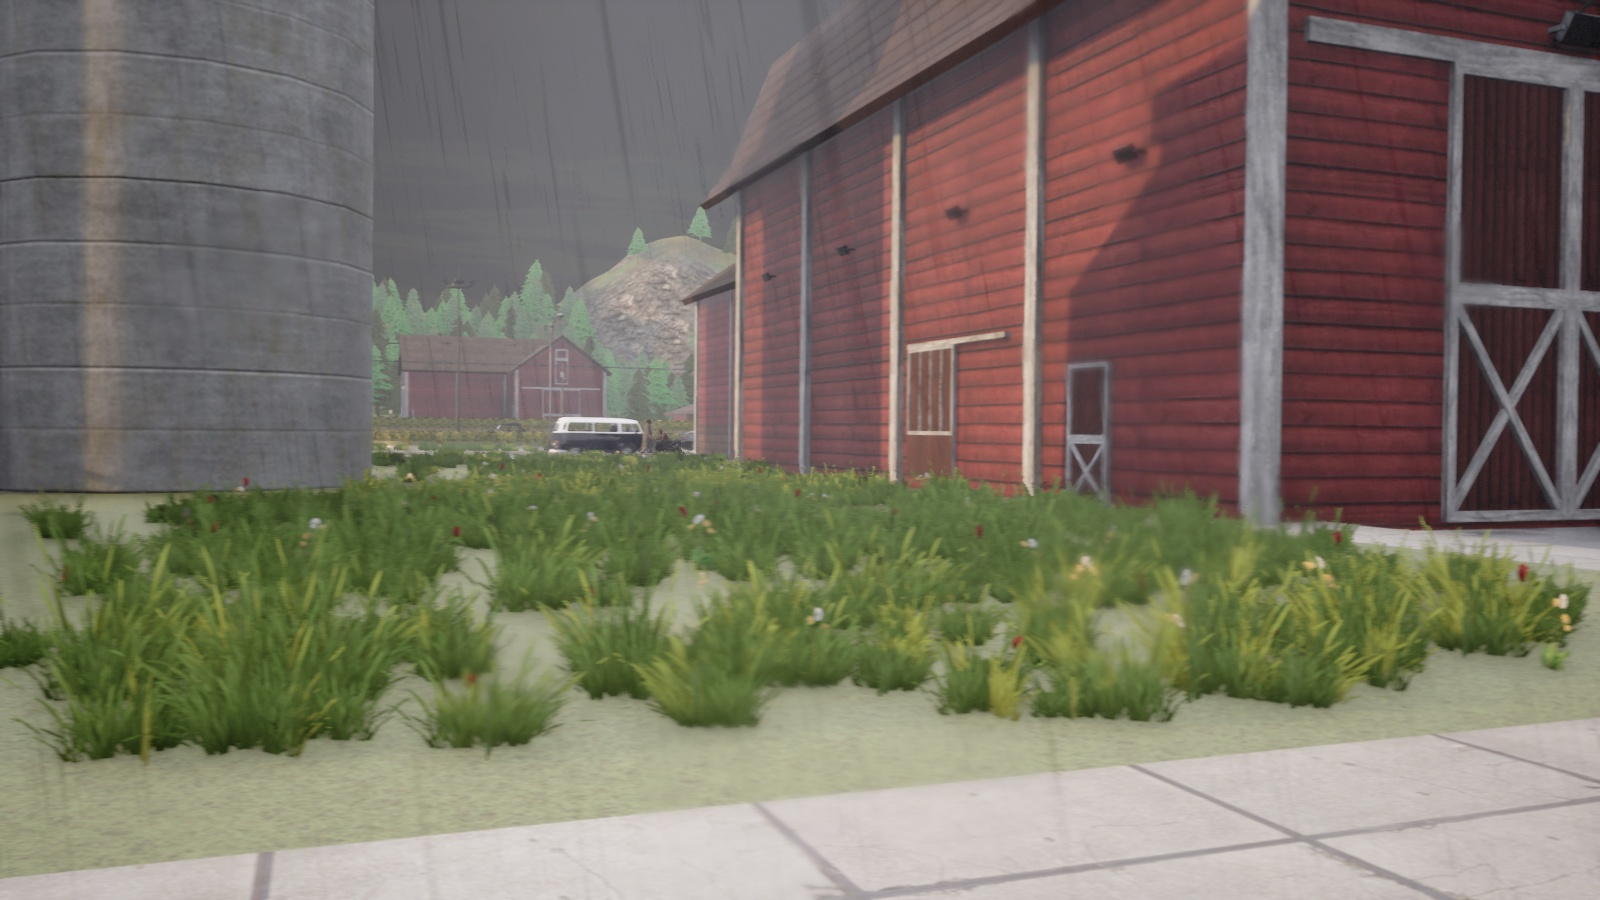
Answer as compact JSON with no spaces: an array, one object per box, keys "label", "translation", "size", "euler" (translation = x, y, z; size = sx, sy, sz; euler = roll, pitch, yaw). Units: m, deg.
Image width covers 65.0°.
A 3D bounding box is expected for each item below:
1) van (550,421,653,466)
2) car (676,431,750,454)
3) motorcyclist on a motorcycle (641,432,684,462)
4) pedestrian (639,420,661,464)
[{"label":"van","translation":[-9.402,-0.318,59.467],"size":[4.480,2.038,2.069],"euler":[-1,1,-21]},{"label":"car","translation":[-6.141,-0.547,88.378],"size":[4.792,1.488,2.163],"euler":[-1,1,-20]},{"label":"motorcyclist on a motorcycle","translation":[-7.010,-0.161,64.120],"size":[2.044,1.523,0.797],"euler":[-1,1,-21]},{"label":"pedestrian","translation":[-6.681,-0.356,55.840],"size":[0.873,1.952,0.659],"euler":[-1,1,1]}]
